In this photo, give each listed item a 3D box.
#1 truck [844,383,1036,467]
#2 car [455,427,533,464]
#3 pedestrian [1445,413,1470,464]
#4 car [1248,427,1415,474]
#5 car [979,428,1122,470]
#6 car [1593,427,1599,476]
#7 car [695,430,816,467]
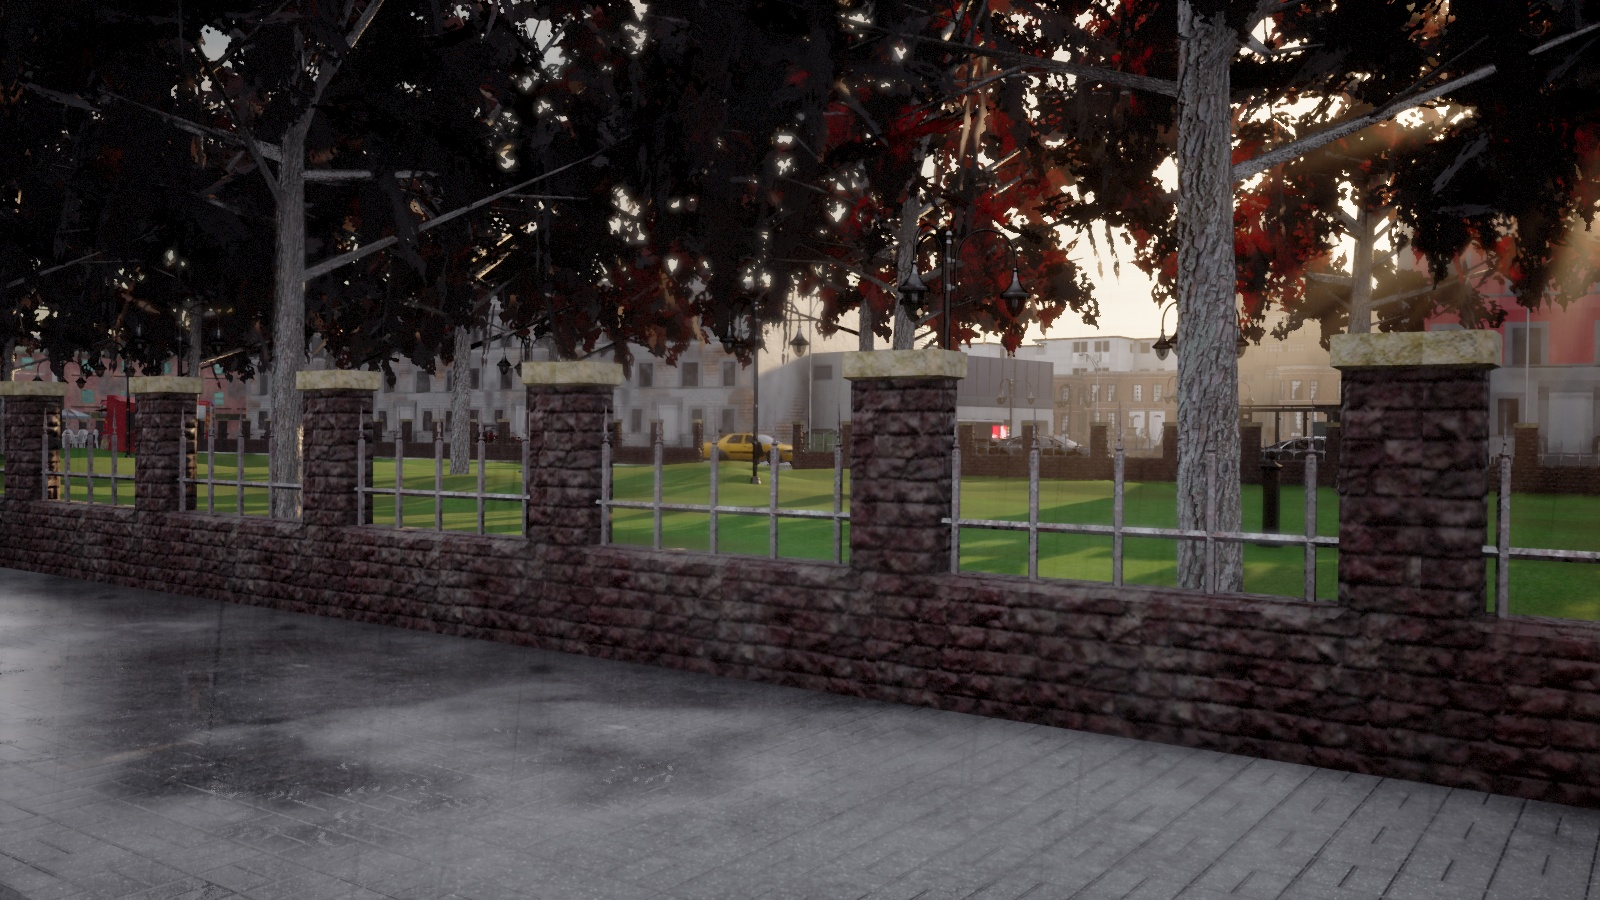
[{"bbox_3d":[6.089,-1.061,55.328,7.936,3.462,2.891,0,1,35],"label":"truck"},{"bbox_3d":[-16.107,-0.229,66.044,3.866,1.878,1.905,0,1,35],"label":"car"},{"bbox_3d":[25.218,-0.445,48.183,0.788,1.949,0.423,0,1,36],"label":"pedestrian"},{"bbox_3d":[17.818,-0.001,42.210,4.892,1.490,1.837,0,1,35],"label":"car"},{"bbox_3d":[9.552,-0.055,48.023,4.902,1.511,2.128,0,1,35],"label":"car"},{"bbox_3d":[25.908,0.024,36.535,4.674,1.442,1.812,0,1,36],"label":"car"},{"bbox_3d":[-2.026,-0.078,56.165,5.366,1.575,1.801,0,1,35],"label":"car"}]
